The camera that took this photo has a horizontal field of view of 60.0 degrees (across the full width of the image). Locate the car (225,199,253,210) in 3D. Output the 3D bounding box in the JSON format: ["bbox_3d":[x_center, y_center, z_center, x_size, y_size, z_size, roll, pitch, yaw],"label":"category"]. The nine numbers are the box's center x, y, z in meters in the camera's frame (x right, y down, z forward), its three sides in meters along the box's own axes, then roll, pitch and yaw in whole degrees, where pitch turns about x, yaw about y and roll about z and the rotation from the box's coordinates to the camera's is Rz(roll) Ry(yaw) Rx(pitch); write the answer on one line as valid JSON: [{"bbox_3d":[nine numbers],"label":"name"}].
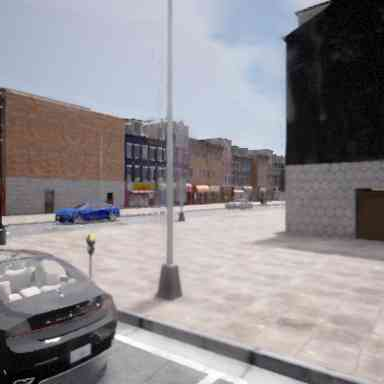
[{"bbox_3d":[6.126,1.604,43.422,1.895,1.301,4.718,0,0,36],"label":"car"}]

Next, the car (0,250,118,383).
[{"bbox_3d":[-3.009,1.550,4.956,4.403,1.369,2.008,0,0,36],"label":"car"}]

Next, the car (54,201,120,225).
[{"bbox_3d":[-7.573,1.481,24.454,1.882,1.535,5.008,0,0,36],"label":"car"}]
